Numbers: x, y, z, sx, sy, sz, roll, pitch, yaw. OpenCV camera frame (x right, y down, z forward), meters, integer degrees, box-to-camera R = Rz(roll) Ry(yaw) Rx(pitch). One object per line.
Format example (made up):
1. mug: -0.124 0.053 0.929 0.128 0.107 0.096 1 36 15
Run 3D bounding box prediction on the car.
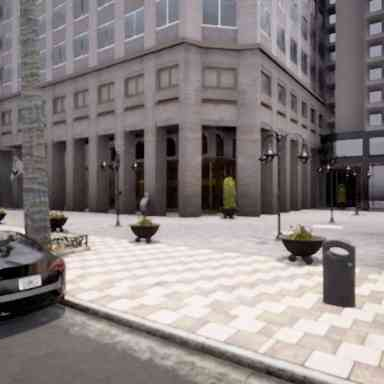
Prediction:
1. car: -4.539 1.508 6.735 4.786 1.482 2.161 0 0 35
